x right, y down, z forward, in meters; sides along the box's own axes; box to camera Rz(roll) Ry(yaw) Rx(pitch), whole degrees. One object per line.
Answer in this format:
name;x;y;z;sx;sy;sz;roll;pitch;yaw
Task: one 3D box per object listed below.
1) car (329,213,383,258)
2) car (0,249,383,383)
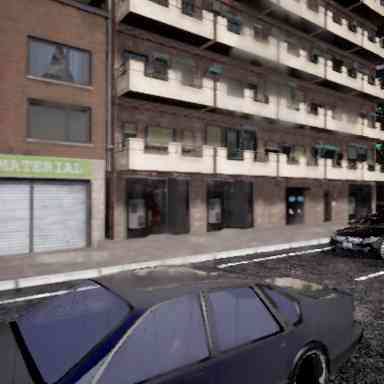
car;7.246;1.567;12.813;4.674;1.442;1.812;0;0;-35
car;-0.371;1.553;3.394;5.357;1.411;2.033;0;0;-35
